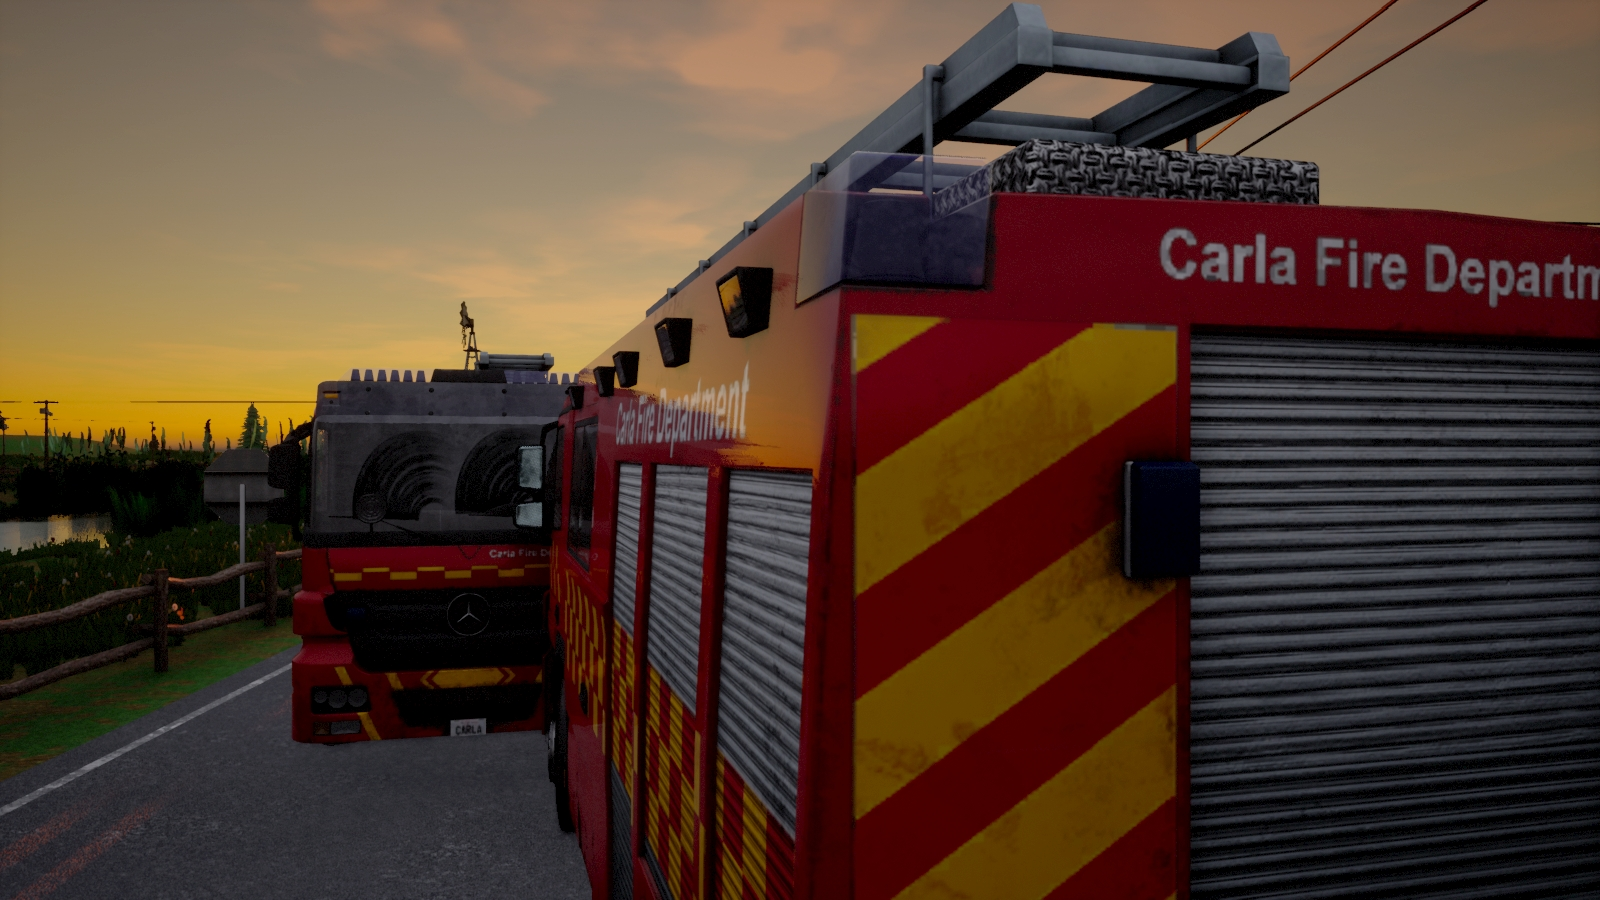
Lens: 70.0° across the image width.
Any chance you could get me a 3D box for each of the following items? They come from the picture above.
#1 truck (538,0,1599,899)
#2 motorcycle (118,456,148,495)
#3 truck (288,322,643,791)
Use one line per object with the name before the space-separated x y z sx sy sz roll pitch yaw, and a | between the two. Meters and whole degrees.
truck | 0.133 0.867 6.869 2.891 3.827 8.468 0 0 -16
motorcycle | -41.464 1.577 71.043 0.803 2.348 2.033 0 0 -4
truck | -3.938 0.862 13.796 2.891 3.827 8.468 0 0 -16
